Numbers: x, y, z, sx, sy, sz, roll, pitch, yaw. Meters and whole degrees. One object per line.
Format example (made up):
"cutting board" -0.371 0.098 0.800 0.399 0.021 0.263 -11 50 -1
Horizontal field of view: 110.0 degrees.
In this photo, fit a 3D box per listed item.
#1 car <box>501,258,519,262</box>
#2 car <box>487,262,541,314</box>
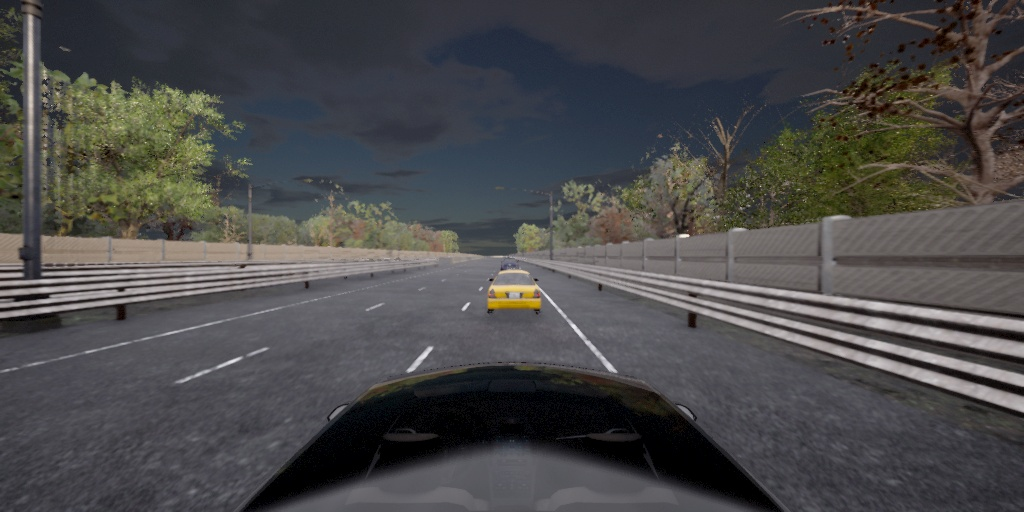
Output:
"car" -0.277 1.002 42.703 2.097 1.767 4.553 0 0 -1
"car" 0.062 1.177 13.546 1.801 1.575 5.366 0 0 0
